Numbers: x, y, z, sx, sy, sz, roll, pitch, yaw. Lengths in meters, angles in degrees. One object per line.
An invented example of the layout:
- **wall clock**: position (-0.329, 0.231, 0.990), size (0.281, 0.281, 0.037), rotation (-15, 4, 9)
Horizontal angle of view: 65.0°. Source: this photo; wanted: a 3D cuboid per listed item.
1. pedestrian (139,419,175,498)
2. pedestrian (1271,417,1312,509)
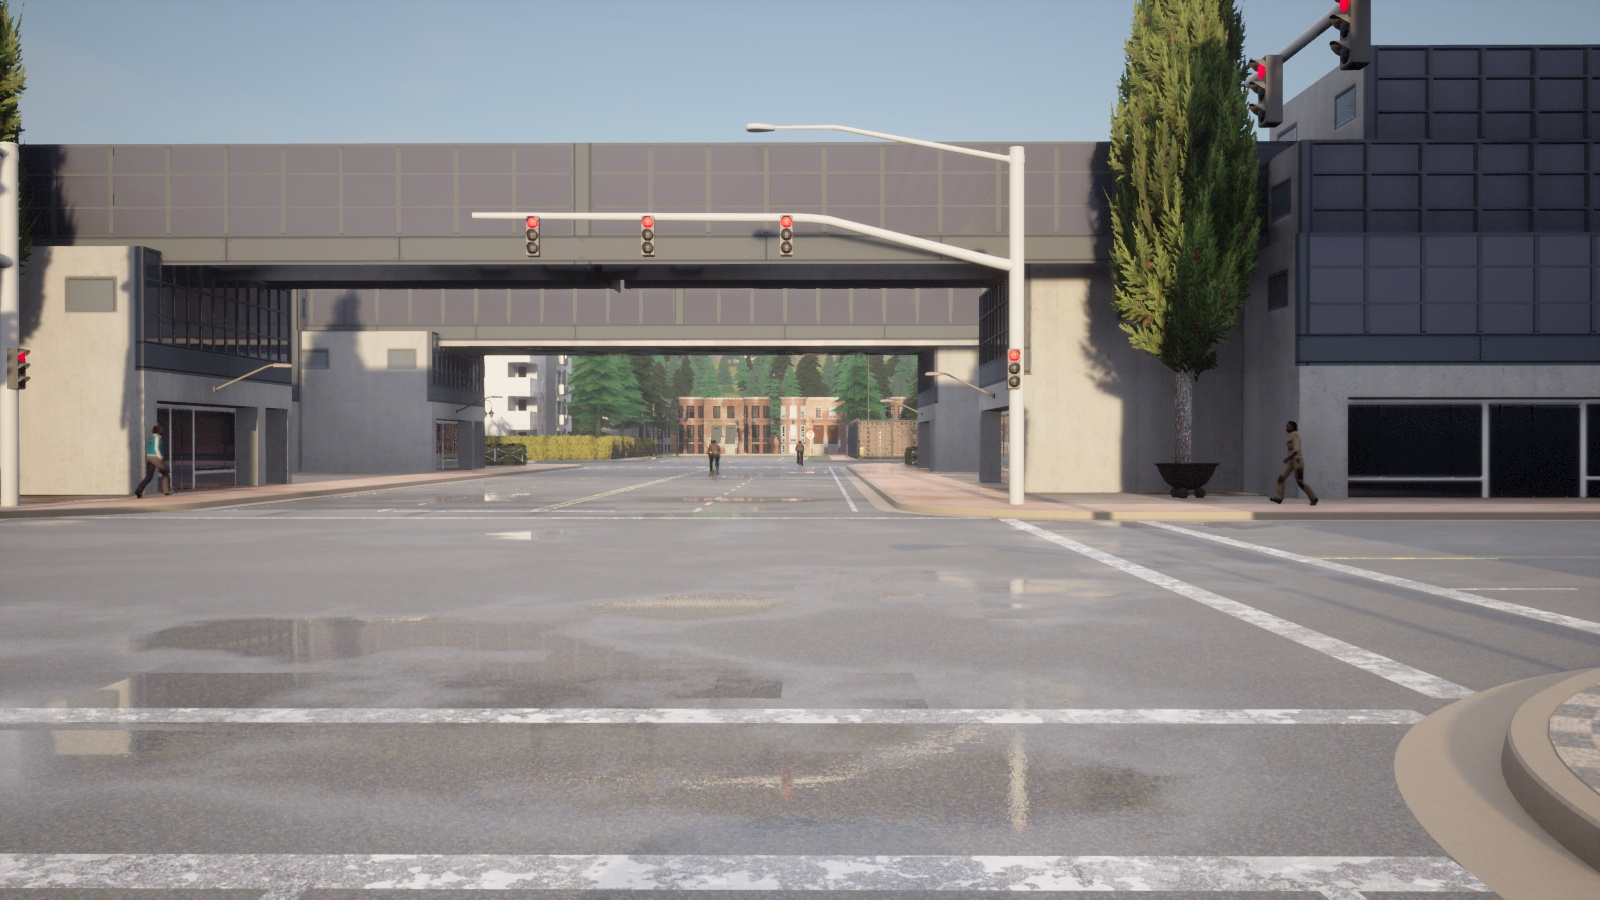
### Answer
- **pedestrian**: position (-15.913, 0.217, 31.094), size (0.396, 1.930, 0.692), rotation (0, 0, 29)
- **pedestrian**: position (10.379, 0.264, 26.519), size (0.692, 1.930, 0.396), rotation (0, 0, -2)
